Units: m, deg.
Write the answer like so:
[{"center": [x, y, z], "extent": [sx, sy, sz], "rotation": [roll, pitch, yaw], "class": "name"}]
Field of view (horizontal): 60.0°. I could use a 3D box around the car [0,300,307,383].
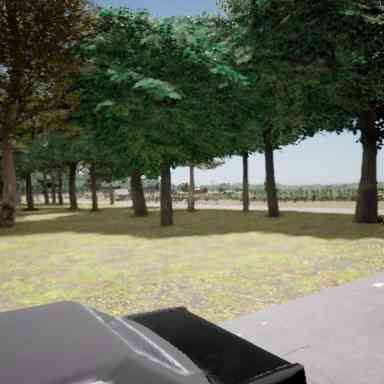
[{"center": [-1.484, 1.603, 2.008], "extent": [4.718, 1.301, 1.895], "rotation": [-1, 1, -35], "class": "car"}]
